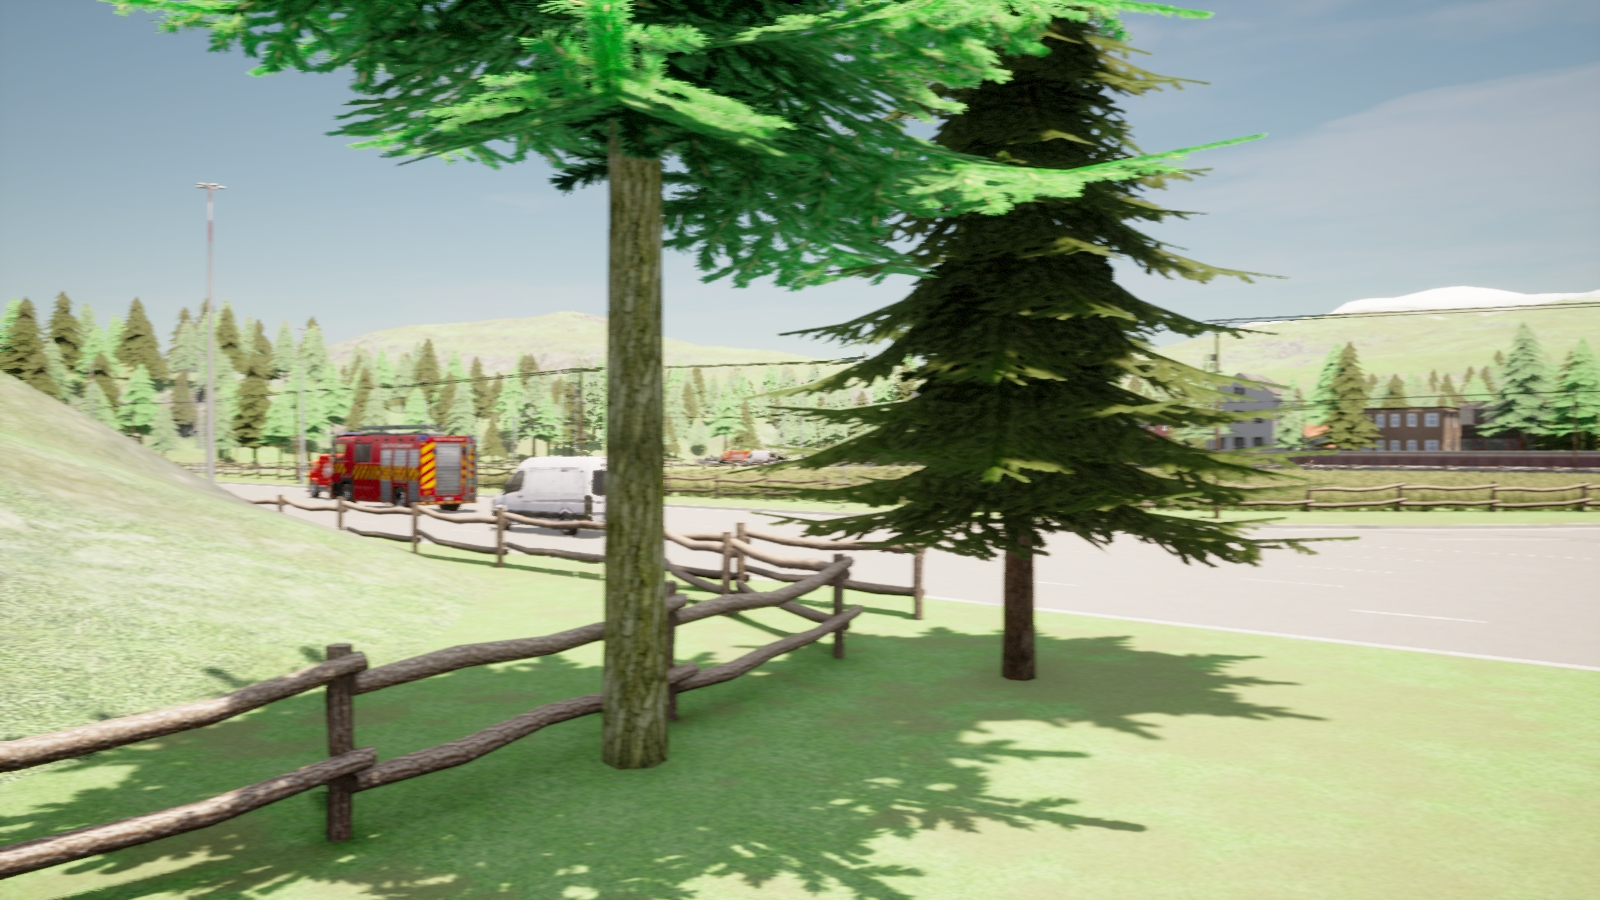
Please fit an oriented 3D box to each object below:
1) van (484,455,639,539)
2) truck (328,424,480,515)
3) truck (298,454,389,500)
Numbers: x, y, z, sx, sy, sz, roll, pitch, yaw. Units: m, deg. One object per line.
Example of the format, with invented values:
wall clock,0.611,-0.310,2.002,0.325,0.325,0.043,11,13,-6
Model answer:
van,-8.064,1.479,38.222,5.915,2.561,1.988,0,0,42
truck,-18.202,0.812,52.163,8.468,3.827,2.891,0,0,42
truck,-25.356,1.463,63.385,5.204,2.467,2.627,-1,0,42
